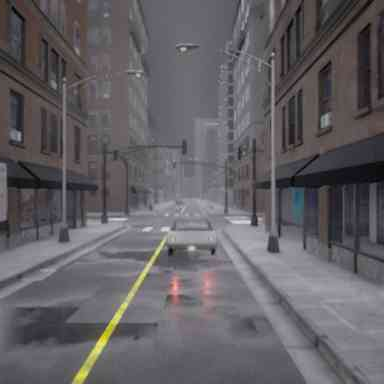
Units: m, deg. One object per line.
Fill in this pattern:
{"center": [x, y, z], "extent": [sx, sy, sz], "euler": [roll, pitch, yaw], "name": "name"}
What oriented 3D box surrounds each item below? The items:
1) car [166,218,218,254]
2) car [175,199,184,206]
{"center": [0.002, 1.743, 14.096], "extent": [1.895, 1.301, 4.718], "euler": [0, -1, 0], "name": "car"}
{"center": [-2.749, 2.336, 73.157], "extent": [2.033, 1.411, 5.357], "euler": [0, -1, 0], "name": "car"}
